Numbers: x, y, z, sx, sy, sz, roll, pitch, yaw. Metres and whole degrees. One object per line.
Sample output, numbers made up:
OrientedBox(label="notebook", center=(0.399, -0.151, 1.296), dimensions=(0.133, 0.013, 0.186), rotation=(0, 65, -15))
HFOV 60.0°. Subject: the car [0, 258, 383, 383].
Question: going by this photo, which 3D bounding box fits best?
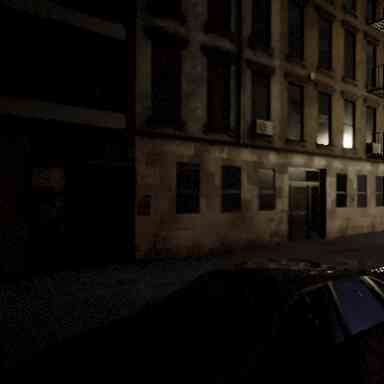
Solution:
OrientedBox(label="car", center=(0.888, 1.547, 3.685), dimensions=(5.357, 1.411, 2.033), rotation=(0, 0, -35))
